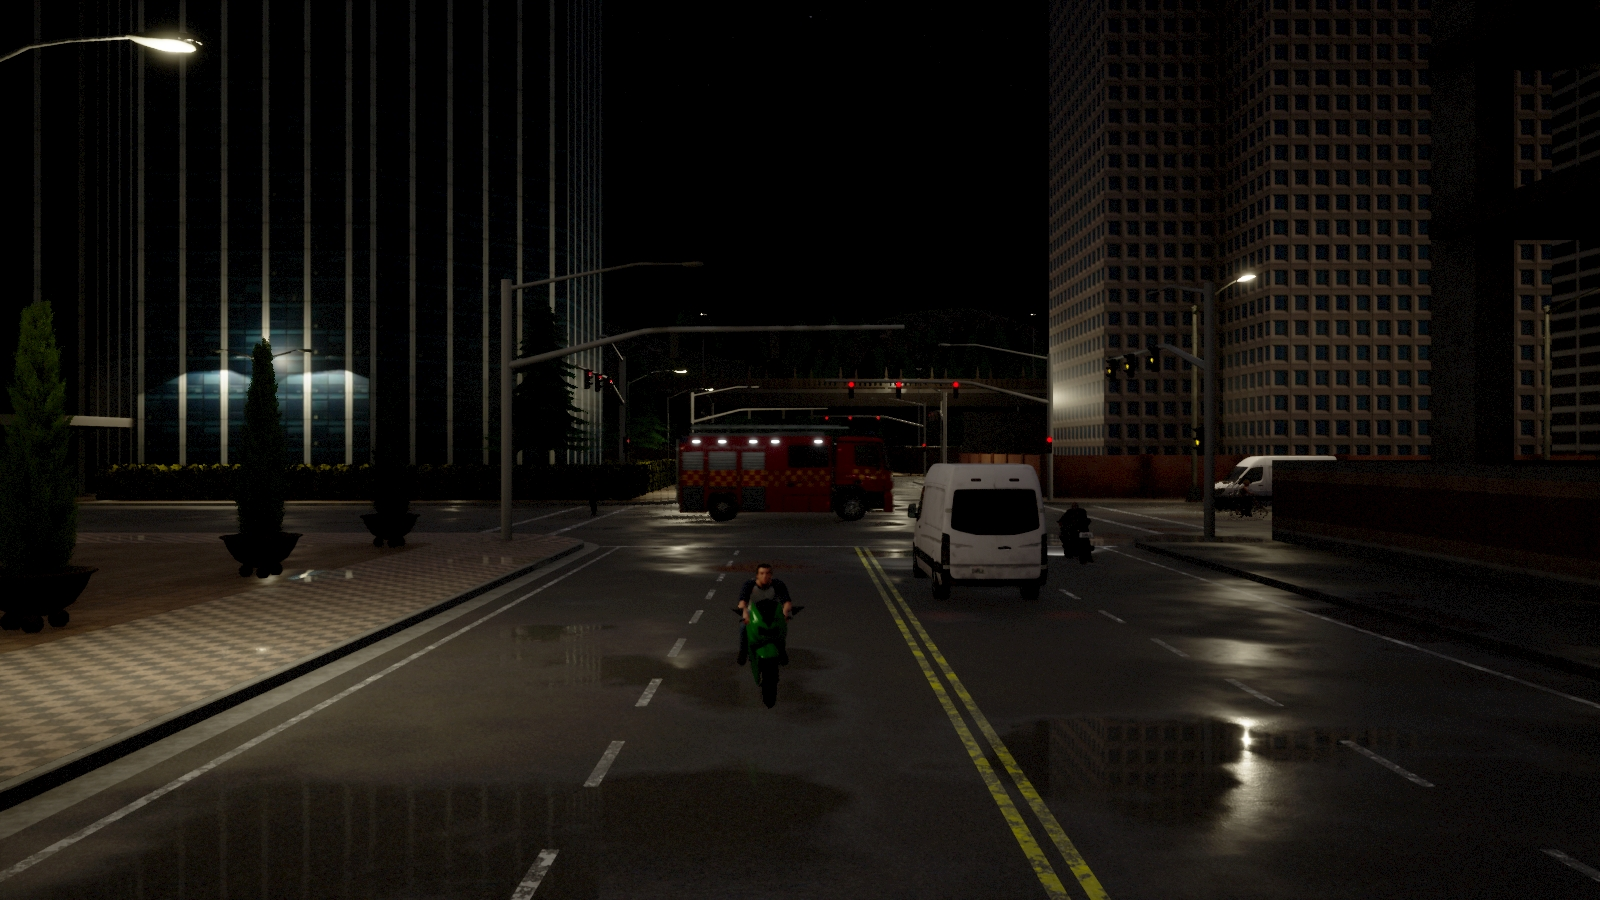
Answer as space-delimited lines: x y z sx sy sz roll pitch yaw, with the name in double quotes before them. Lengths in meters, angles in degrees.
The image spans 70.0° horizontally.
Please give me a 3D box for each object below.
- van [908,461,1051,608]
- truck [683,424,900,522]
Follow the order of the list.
"van" 3.501 1.543 23.400 1.988 2.561 5.915 0 0 0
"truck" -0.359 0.907 46.041 8.468 3.827 2.891 0 0 -1
